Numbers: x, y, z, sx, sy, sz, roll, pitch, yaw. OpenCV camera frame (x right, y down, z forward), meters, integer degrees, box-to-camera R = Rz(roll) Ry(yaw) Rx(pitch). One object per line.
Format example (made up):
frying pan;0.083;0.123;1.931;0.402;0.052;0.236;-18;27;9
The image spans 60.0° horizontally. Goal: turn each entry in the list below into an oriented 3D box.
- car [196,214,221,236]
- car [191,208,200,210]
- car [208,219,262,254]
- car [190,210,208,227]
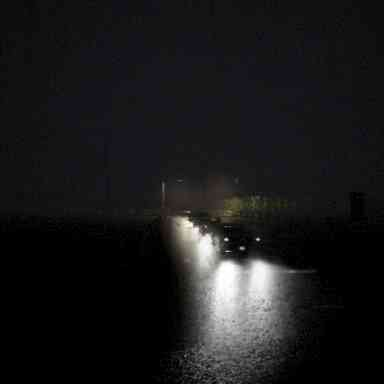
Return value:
car;1.615;2.690;26.191;1.895;1.301;4.718;0;-2;-3
car;1.473;5.407;91.533;1.837;1.490;4.892;0;-3;-3
car;2.137;2.304;17.061;1.895;1.301;4.718;0;-2;-3
car;1.059;3.011;36.032;1.837;1.490;4.892;0;-2;-3
